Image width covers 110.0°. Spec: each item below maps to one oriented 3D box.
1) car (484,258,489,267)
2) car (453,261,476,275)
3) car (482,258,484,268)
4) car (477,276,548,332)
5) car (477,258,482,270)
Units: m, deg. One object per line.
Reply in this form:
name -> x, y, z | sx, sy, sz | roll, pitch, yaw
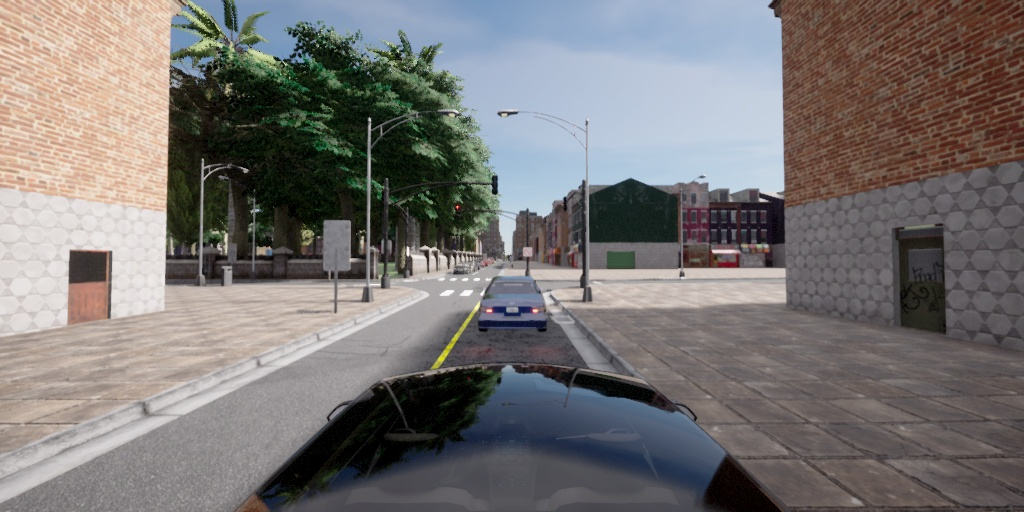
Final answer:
car -> -5.640, 1.390, 63.481 | 1.802, 1.307, 4.207 | 0, 0, 0
car -> -5.497, 1.316, 39.997 | 2.007, 1.370, 4.403 | 0, 0, 0
car -> -5.561, 1.349, 52.582 | 1.948, 1.339, 4.313 | 0, 0, 0
car -> 0.028, 1.297, 10.850 | 2.033, 1.411, 5.357 | 0, 0, 0
car -> -5.521, 1.325, 47.132 | 2.007, 1.370, 4.403 | 0, 0, 0
